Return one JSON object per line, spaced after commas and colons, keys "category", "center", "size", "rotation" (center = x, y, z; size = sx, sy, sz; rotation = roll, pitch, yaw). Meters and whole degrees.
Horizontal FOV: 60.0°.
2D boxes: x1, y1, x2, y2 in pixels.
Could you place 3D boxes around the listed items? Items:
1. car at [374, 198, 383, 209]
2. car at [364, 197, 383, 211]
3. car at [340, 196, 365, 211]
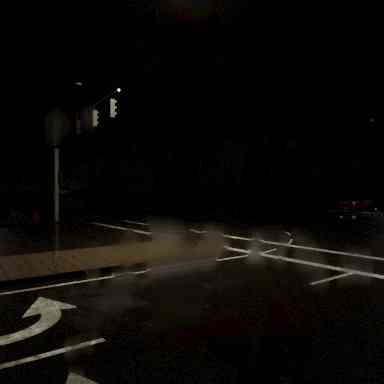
{"category": "car", "center": [27.424, 1.564, 46.433], "size": [4.181, 1.385, 1.994], "rotation": [0, 0, -36]}
{"category": "car", "center": [22.821, 1.547, 38.873], "size": [5.357, 1.411, 2.033], "rotation": [0, 0, -35]}
{"category": "car", "center": [20.409, 1.352, 41.405], "size": [4.553, 1.767, 2.097], "rotation": [0, 0, -36]}
